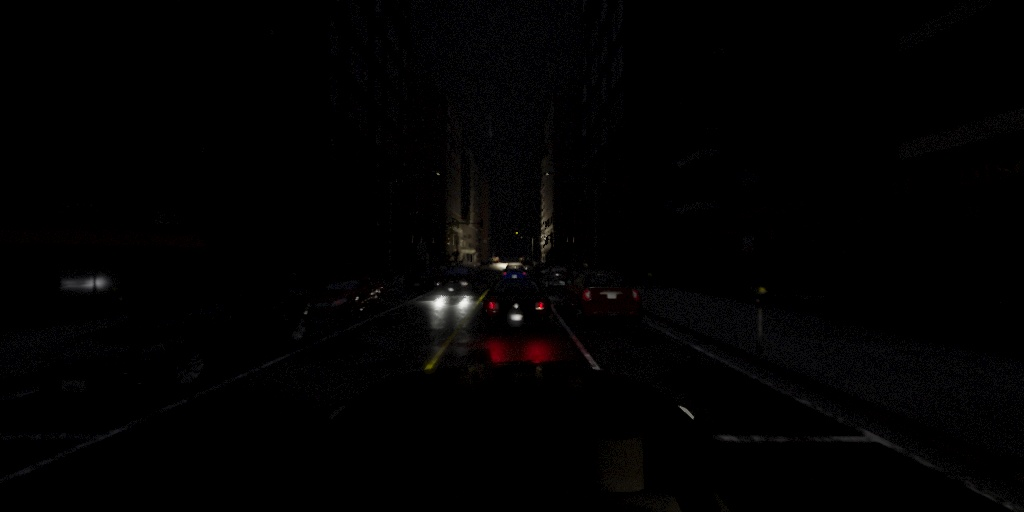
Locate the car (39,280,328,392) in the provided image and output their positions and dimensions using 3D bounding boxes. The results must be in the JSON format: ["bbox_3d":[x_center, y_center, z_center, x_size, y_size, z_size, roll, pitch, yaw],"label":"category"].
[{"bbox_3d":[-5.657,1.307,6.812,1.948,1.339,4.313,0,0,0],"label":"car"}]

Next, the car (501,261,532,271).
[{"bbox_3d":[0.181,1.307,26.012,1.994,1.385,4.181,0,0,0],"label":"car"}]

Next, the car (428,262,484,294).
[{"bbox_3d":[-3.031,1.288,20.486,2.033,1.411,5.357,0,0,0],"label":"car"}]

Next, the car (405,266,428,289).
[{"bbox_3d":[-5.596,1.303,23.315,1.948,1.339,4.313,0,0,0],"label":"car"}]

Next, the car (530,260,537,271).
[{"bbox_3d":[2.969,1.311,34.287,1.948,1.339,4.313,0,0,0],"label":"car"}]

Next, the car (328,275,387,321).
[{"bbox_3d":[-5.637,1.322,12.313,1.802,1.307,4.207,0,0,0],"label":"car"}]

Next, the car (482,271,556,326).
[{"bbox_3d":[0.132,1.347,11.694,1.895,1.301,4.718,0,0,0],"label":"car"}]

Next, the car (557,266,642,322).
[{"bbox_3d":[2.889,1.189,12.281,1.967,1.591,4.097,0,0,0],"label":"car"}]

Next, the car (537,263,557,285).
[{"bbox_3d":[2.929,1.297,23.284,2.007,1.370,4.403,0,0,0],"label":"car"}]
